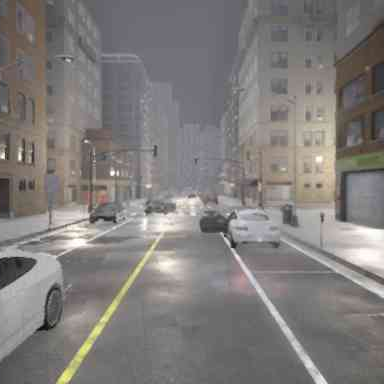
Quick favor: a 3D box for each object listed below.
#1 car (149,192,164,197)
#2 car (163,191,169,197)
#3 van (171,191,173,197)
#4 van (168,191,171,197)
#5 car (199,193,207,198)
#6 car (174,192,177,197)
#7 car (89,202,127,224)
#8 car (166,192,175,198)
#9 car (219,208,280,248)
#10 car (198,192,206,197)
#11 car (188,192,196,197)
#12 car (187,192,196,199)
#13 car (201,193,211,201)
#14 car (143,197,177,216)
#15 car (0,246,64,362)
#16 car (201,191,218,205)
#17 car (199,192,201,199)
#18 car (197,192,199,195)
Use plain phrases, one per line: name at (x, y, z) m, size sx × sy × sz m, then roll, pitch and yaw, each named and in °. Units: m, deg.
car at (-5.681, 1.156, 49.805) m, size 1.947 × 1.339 × 4.313 m, roll -1°, pitch 0°, yaw 0°
car at (-5.682, 1.030, 60.806) m, size 1.752 × 1.417 × 4.829 m, roll -1°, pitch 0°, yaw 0°
van at (-5.685, 0.755, 72.147) m, size 1.690 × 1.788 × 3.998 m, roll -1°, pitch 0°, yaw 0°
van at (-5.684, 0.800, 66.560) m, size 1.690 × 1.788 × 3.998 m, roll -1°, pitch 0°, yaw 0°
car at (2.851, 0.840, 88.905) m, size 1.947 × 1.339 × 4.313 m, roll -1°, pitch 0°, yaw 0°
car at (-5.686, 0.637, 83.317) m, size 2.192 × 1.841 × 5.009 m, roll -1°, pitch 0°, yaw 0°
car at (-5.678, 1.364, 22.933) m, size 1.947 × 1.339 × 4.313 m, roll -1°, pitch 0°, yaw 0°
car at (-5.685, 0.715, 88.904) m, size 1.967 × 1.590 × 4.097 m, roll -1°, pitch 0°, yaw 0°
car at (2.351, 1.400, 13.867) m, size 1.812 × 1.442 × 4.674 m, roll 0°, pitch 0°, yaw 0°
car at (2.852, 0.794, 94.491) m, size 1.947 × 1.339 × 4.313 m, roll -1°, pitch 0°, yaw 0°
car at (-0.007, 0.682, 89.659) m, size 2.033 × 1.411 × 5.357 m, roll 0°, pitch 0°, yaw 0°
car at (-0.006, 0.847, 79.238) m, size 1.837 × 1.490 × 4.892 m, roll 0°, pitch 0°, yaw 0°
car at (2.847, 0.982, 66.732) m, size 1.752 × 1.417 × 4.829 m, roll -1°, pitch 0°, yaw 0°
car at (-2.745, 1.355, 29.284) m, size 1.895 × 1.301 × 4.718 m, roll 0°, pitch 0°, yaw 10°
car at (-3.100, 1.487, 4.040) m, size 1.812 × 1.442 × 4.674 m, roll 0°, pitch 1°, yaw 0°
car at (2.842, 0.905, 49.803) m, size 2.192 × 1.841 × 5.009 m, roll -1°, pitch 0°, yaw 0°
car at (2.843, 0.862, 55.389) m, size 2.192 × 1.841 × 5.009 m, roll -1°, pitch 0°, yaw 0°
car at (2.846, 0.728, 72.146) m, size 2.192 × 1.841 × 5.009 m, roll -1°, pitch 0°, yaw 0°
